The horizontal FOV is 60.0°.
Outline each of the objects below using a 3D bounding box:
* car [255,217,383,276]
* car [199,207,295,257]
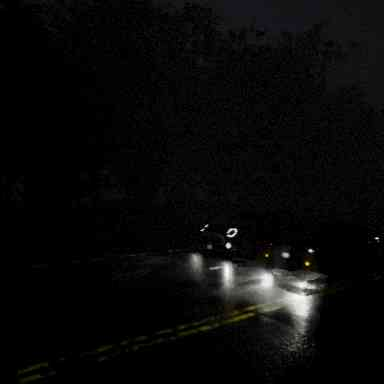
[{"bbox_3d":[4.324,1.649,10.760,4.181,1.385,1.994,1,0,-35],"label":"car"},{"bbox_3d":[2.473,1.437,13.431,4.553,1.767,2.097,1,0,-35],"label":"car"}]
